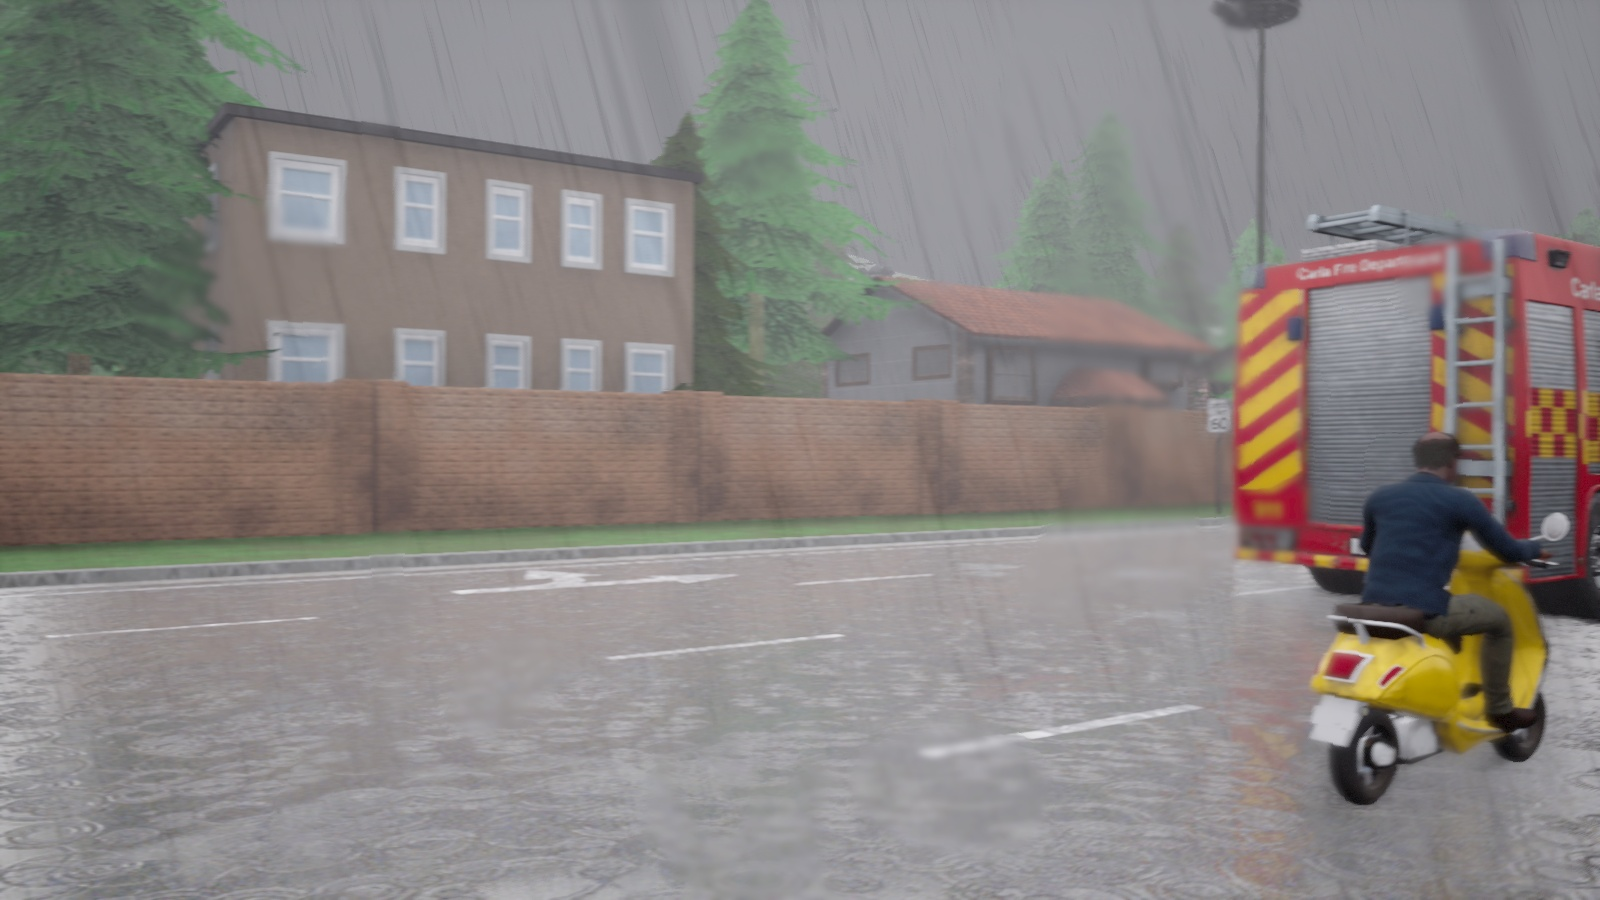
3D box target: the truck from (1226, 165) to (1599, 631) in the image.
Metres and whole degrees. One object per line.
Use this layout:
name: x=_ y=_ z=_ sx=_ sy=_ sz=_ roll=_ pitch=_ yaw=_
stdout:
truck: x=8.600 y=-0.406 z=13.914 sx=8.468 sy=3.827 sz=2.891 roll=0 pitch=0 yaw=-35

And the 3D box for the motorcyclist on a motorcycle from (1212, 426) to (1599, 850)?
motorcyclist on a motorcycle: x=2.775 y=0.707 z=5.591 sx=1.817 sy=1.590 sz=0.866 roll=0 pitch=0 yaw=-35
